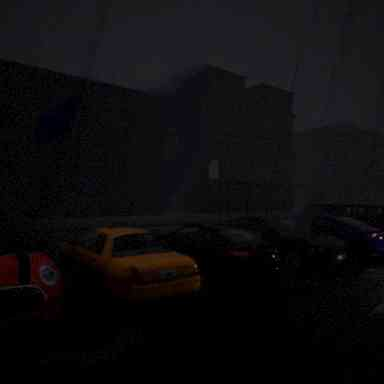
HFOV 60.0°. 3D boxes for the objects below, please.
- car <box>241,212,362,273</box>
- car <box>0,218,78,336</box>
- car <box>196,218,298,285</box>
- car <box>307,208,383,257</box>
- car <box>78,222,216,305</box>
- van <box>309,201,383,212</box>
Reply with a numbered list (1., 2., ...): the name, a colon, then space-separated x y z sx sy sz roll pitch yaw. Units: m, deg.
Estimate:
1. car: 2.715 1.574 11.398 2.097 1.535 5.008 1 0 -36
2. car: -4.093 1.359 6.565 2.185 1.767 4.553 1 0 -36
3. car: 0.454 1.586 9.772 2.002 1.452 4.674 1 0 -36
4. car: 4.986 1.603 13.007 2.097 1.535 5.008 1 0 -36
5. car: -1.919 1.512 8.308 1.946 1.575 5.366 1 0 -36
6. van: 7.317 1.406 14.536 1.878 1.987 4.442 1 0 -36
